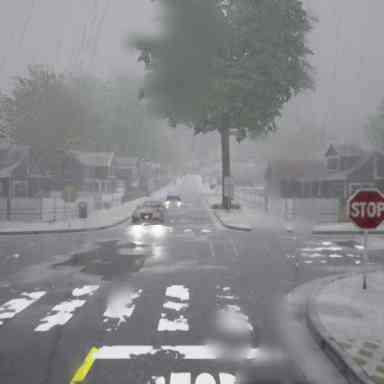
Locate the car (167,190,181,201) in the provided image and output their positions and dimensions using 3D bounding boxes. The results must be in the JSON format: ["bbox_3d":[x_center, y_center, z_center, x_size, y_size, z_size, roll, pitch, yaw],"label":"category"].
[{"bbox_3d":[-2.646,0.494,49.129,1.882,1.535,5.008,0,1,0],"label":"car"}]

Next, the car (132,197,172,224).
[{"bbox_3d":[-2.751,1.319,22.562,1.994,1.385,4.181,0,1,2],"label":"car"}]
